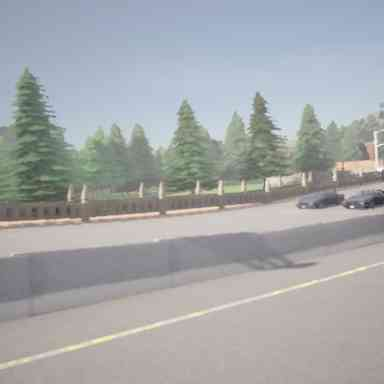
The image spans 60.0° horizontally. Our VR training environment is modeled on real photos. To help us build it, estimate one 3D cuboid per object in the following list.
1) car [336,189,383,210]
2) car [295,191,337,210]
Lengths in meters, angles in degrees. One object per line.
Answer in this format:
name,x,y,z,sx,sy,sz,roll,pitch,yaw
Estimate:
car,14.508,0.528,27.217,5.357,1.411,2.033,-6,4,-35
car,11.451,0.635,29.338,5.357,1.411,2.033,-6,3,-35
